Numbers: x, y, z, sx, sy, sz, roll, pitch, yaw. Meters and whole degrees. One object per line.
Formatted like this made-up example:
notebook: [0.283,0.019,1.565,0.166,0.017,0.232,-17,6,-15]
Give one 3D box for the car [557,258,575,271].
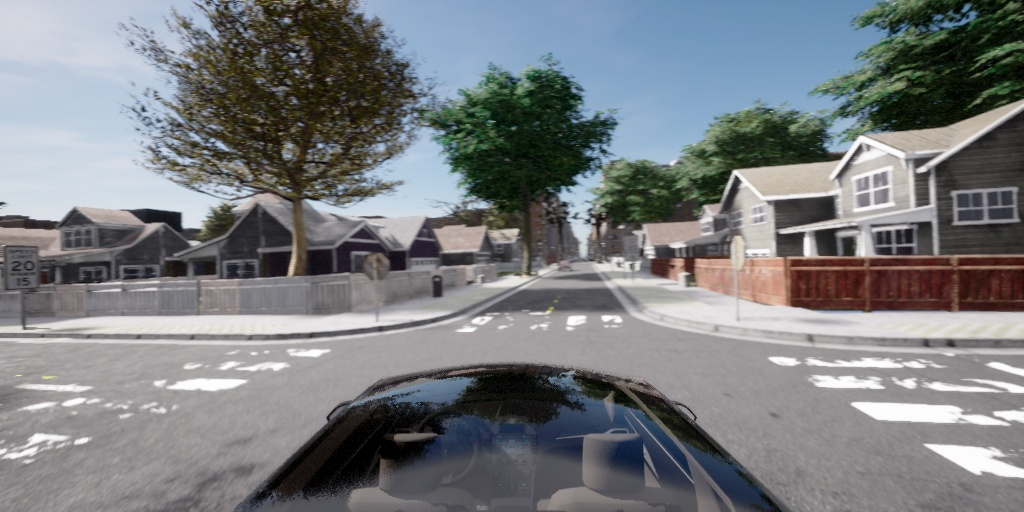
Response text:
car: [7.485,1.297,50.562,1.812,1.442,4.674,-3,-1,11]
